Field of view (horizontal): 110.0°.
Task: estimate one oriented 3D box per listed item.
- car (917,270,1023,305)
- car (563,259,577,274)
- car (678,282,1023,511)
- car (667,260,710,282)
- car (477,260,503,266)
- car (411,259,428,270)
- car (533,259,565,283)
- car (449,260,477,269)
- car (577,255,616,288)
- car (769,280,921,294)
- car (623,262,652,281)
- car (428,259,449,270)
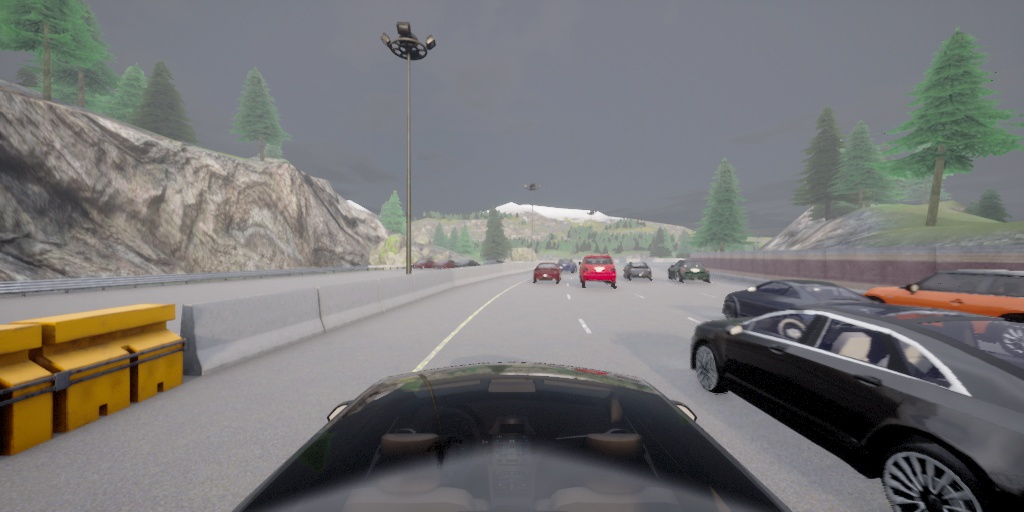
[{"bbox_3d":[10.944,1.100,8.473,2.097,1.767,4.553,0,0,3],"label":"car"},{"bbox_3d":[6.453,1.095,42.043,2.097,1.767,4.553,0,0,17],"label":"car"},{"bbox_3d":[3.709,1.241,3.757,2.128,1.511,4.902,0,0,1],"label":"car"},{"bbox_3d":[13.582,1.097,27.825,2.097,1.767,4.553,0,0,11],"label":"car"},{"bbox_3d":[-2.627,1.249,48.805,1.837,1.490,4.892,0,-1,19],"label":"car"},{"bbox_3d":[-12.686,1.219,51.828,1.882,1.535,5.008,0,0,19],"label":"car"},{"bbox_3d":[2.814,1.223,27.593,1.882,1.535,5.008,0,0,11],"label":"car"},{"bbox_3d":[-6.252,1.219,48.996,1.882,1.535,5.008,0,0,19],"label":"car"},{"bbox_3d":[5.719,0.967,24.235,2.150,2.045,5.566,0,0,10],"label":"car"},{"bbox_3d":[7.492,1.313,9.518,1.994,1.385,4.181,0,0,4],"label":"car"},{"bbox_3d":[10.512,1.238,30.181,2.128,1.511,4.902,0,0,12],"label":"car"},{"bbox_3d":[-9.386,1.219,50.659,1.882,1.535,5.008,0,0,19],"label":"car"}]
